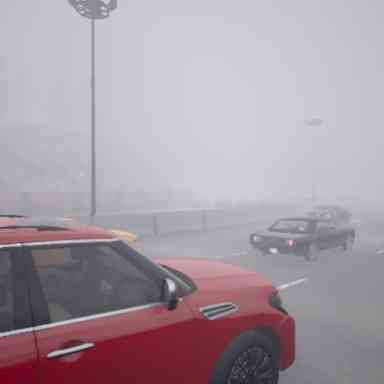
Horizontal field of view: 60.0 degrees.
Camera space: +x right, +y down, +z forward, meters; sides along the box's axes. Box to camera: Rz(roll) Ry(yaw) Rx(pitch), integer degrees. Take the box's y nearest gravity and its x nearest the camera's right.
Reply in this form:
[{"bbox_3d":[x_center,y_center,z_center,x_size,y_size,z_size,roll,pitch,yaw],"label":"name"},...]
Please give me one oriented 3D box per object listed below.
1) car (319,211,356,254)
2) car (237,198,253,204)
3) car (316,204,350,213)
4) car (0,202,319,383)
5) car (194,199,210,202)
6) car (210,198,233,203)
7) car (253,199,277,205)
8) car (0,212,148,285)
[{"bbox_3d":[4.266,1.601,12.281,4.718,1.301,1.895,0,0,-43],"label":"car"},{"bbox_3d":[7.764,1.603,48.196,1.994,1.385,4.181,0,0,21],"label":"car"},{"bbox_3d":[9.602,1.540,23.256,2.033,1.411,5.357,0,0,38],"label":"car"},{"bbox_3d":[-1.485,1.234,2.936,5.566,2.045,2.150,0,0,-36],"label":"car"},{"bbox_3d":[1.285,1.673,50.630,1.895,1.301,4.718,0,0,21],"label":"car"},{"bbox_3d":[4.901,1.602,50.206,2.033,1.411,5.357,0,0,21],"label":"car"},{"bbox_3d":[9.973,1.623,44.354,1.895,1.301,4.718,0,0,24],"label":"car"},{"bbox_3d":[-3.984,1.513,9.841,5.008,1.535,1.882,0,0,-37],"label":"car"}]
